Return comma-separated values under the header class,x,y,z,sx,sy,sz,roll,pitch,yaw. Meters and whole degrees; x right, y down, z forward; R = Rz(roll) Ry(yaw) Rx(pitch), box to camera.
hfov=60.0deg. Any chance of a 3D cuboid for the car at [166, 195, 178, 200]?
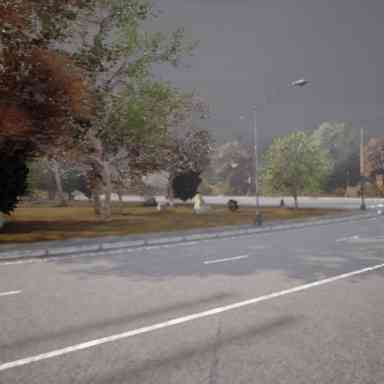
class,x,y,z,sx,sy,sz,roll,pitch,yaw
car,-3.304,0.848,65.972,2.128,1.511,4.902,-3,1,-38
